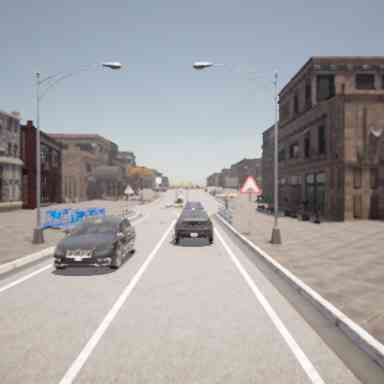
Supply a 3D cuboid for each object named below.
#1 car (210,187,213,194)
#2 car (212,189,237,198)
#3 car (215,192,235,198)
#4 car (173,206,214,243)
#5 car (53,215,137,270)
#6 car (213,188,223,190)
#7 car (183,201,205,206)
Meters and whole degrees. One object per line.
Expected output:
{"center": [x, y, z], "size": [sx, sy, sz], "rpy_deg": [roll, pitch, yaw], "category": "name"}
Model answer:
{"center": [8.152, 0.194, 87.332], "size": [5.566, 2.045, 2.435], "rpy_deg": [0, 2, -1], "category": "car"}
{"center": [8.031, 0.736, 79.075], "size": [5.366, 1.575, 1.946], "rpy_deg": [0, 2, -1], "category": "car"}
{"center": [8.189, 0.678, 81.835], "size": [4.674, 1.452, 2.002], "rpy_deg": [0, 2, -1], "category": "car"}
{"center": [0.100, 1.678, 17.157], "size": [1.837, 1.490, 4.892], "rpy_deg": [0, -1, 0], "category": "car"}
{"center": [-3.086, 1.611, 11.484], "size": [1.837, 1.490, 4.892], "rpy_deg": [0, -1, 0], "category": "car"}
{"center": [8.122, 0.414, 84.582], "size": [4.553, 1.767, 2.185], "rpy_deg": [0, 2, -1], "category": "car"}
{"center": [0.177, 1.594, 31.974], "size": [2.097, 1.767, 4.553], "rpy_deg": [0, 0, 1], "category": "car"}
